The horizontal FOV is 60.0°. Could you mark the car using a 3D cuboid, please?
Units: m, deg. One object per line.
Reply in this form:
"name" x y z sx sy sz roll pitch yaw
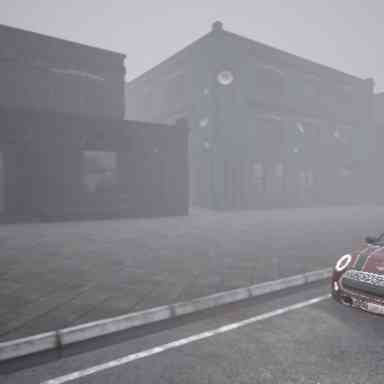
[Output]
"car" 4.920 1.363 6.887 4.553 1.767 2.097 0 0 -35
